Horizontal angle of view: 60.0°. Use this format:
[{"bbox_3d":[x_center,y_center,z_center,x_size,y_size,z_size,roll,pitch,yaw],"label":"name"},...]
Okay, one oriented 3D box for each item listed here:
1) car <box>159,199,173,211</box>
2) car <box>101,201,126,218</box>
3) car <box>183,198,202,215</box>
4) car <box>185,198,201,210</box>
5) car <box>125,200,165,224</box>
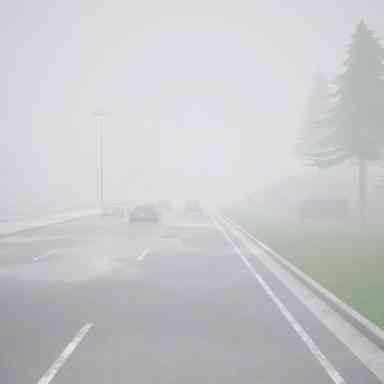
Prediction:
[{"bbox_3d":[-3.393,1.547,40.665,2.033,1.411,5.357,0,0,0],"label":"car"},{"bbox_3d":[-6.898,1.526,30.191,1.812,1.442,4.674,0,0,0],"label":"car"},{"bbox_3d":[0.097,1.547,34.444,2.033,1.411,5.357,0,0,0],"label":"car"},{"bbox_3d":[0.140,1.547,44.519,2.033,1.411,5.357,0,0,1],"label":"car"},{"bbox_3d":[-3.398,1.563,24.876,1.994,1.385,4.181,0,0,0],"label":"car"}]
